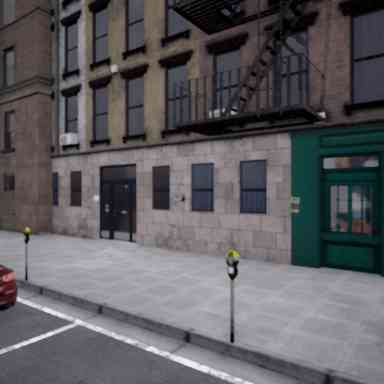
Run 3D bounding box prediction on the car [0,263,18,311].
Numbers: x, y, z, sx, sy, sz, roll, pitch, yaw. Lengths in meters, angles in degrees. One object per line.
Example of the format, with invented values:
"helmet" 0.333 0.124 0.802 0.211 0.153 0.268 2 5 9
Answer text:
"car" -4.967 1.584 6.399 4.206 1.307 1.802 0 0 36
